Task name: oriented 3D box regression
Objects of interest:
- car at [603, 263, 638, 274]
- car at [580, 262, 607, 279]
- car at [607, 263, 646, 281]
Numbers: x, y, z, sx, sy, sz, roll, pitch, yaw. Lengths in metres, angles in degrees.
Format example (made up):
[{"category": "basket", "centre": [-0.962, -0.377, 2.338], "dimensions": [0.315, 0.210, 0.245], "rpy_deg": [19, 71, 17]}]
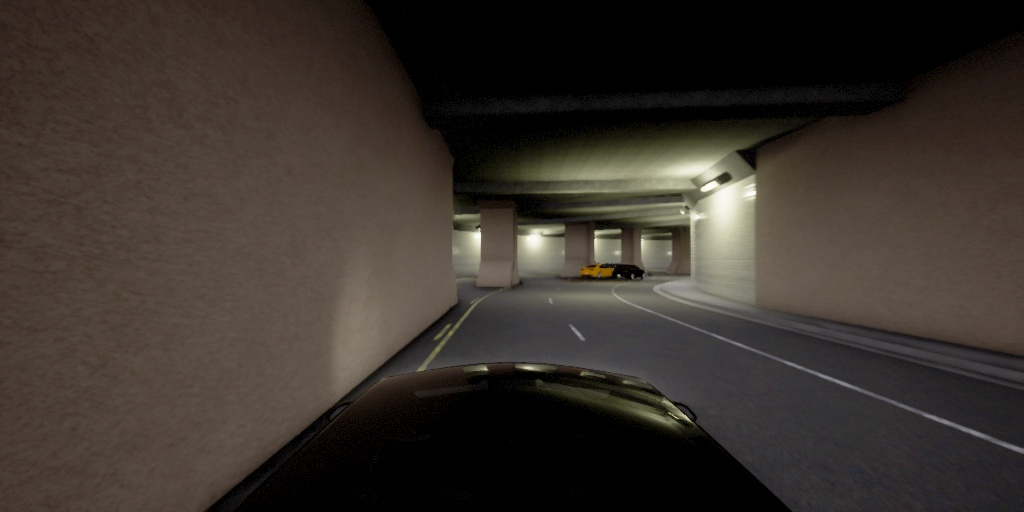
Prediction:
[{"category": "car", "centre": [15.448, 1.716, 51.124], "dimensions": [4.892, 1.490, 1.837], "rpy_deg": [0, -1, -28]}, {"category": "car", "centre": [8.979, 1.561, 37.393], "dimensions": [1.882, 1.535, 5.008], "rpy_deg": [-1, -1, 41]}, {"category": "car", "centre": [11.452, 1.566, 34.972], "dimensions": [1.837, 1.490, 4.892], "rpy_deg": [-2, -1, 41]}]
